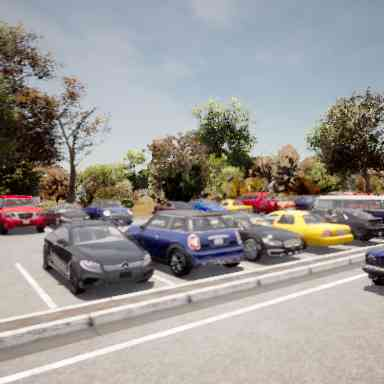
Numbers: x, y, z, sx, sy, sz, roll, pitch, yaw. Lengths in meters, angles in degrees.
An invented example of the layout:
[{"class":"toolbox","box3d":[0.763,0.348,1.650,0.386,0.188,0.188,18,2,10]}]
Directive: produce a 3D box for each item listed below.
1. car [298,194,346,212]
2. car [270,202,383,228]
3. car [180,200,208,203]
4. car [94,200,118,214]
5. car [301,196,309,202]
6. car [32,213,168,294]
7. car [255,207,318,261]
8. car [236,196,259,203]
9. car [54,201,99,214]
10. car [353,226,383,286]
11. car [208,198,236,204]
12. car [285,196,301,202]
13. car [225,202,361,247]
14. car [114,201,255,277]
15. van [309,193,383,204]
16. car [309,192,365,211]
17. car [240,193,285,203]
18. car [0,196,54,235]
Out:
[{"class":"car","box3d":[14.544,1.186,37.458,2.185,1.767,4.553,0,0,-35]},{"class":"car","box3d":[6.311,1.437,15.572,2.231,1.521,4.892,0,0,-35]},{"class":"car","box3d":[-1.236,1.464,26.226,2.163,1.488,4.792,0,0,-35]},{"class":"car","box3d":[-5.819,1.342,23.061,2.185,1.767,4.553,0,0,-35]},{"class":"car","box3d":[12.270,1.204,35.850,2.185,1.767,4.553,0,0,-35]},{"class":"car","box3d":[-2.785,1.542,9.152,2.002,1.452,4.674,0,0,-35]},{"class":"car","box3d":[1.758,1.471,12.369,2.231,1.521,4.892,0,0,-35]},{"class":"car","box3d":[3.086,1.397,29.546,1.946,1.575,5.366,0,0,-35]},{"class":"car","box3d":[-8.079,1.485,21.433,2.231,1.521,4.892,0,0,-35]},{"class":"car","box3d":[6.153,1.544,8.067,4.718,1.301,1.895,0,0,-35]},{"class":"car","box3d":[1.019,1.417,27.864,2.097,1.535,5.008,0,0,-35]},{"class":"car","box3d":[7.860,1.239,32.656,2.185,1.767,4.553,0,0,-35]},{"class":"car","box3d":[3.927,1.450,14.122,1.946,1.575,5.366,0,0,-35]},{"class":"car","box3d":[-0.494,1.361,10.730,2.185,1.767,4.553,0,0,-35]},{"class":"van","box3d":[8.646,1.193,17.088,1.878,1.987,4.442,0,0,-35]},{"class":"car","box3d":[16.921,1.042,39.135,2.435,2.045,5.566,0,0,-35]},{"class":"car","box3d":[5.449,1.131,31.024,2.435,2.045,5.566,0,0,-35]},{"class":"car","box3d":[-10.333,1.248,19.797,2.435,2.045,5.566,0,0,-35]}]
